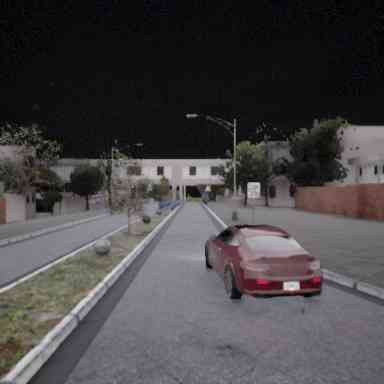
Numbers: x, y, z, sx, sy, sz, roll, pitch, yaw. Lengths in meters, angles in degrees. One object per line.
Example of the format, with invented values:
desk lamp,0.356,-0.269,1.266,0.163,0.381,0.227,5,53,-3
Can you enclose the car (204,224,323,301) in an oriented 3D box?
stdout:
car,1.502,1.526,8.303,1.812,1.442,4.674,0,0,-7
